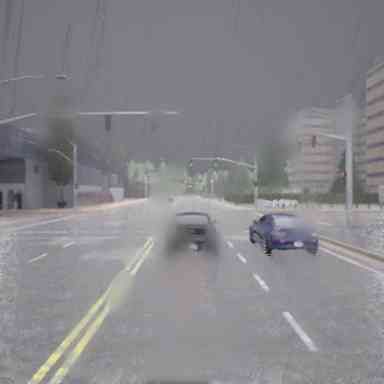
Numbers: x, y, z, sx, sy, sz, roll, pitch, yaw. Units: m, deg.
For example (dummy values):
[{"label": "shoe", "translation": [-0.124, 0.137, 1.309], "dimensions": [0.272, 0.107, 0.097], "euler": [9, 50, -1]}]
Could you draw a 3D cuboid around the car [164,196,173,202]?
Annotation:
[{"label": "car", "translation": [-5.506, 1.714, 79.315], "dimensions": [1.895, 1.301, 4.718], "euler": [0, 0, -2]}]

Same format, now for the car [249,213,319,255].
[{"label": "car", "translation": [3.495, 1.550, 13.262], "dimensions": [1.812, 1.442, 4.674], "euler": [0, 0, 0]}]

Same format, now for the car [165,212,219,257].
[{"label": "car", "translation": [-0.012, 1.529, 13.026], "dimensions": [1.837, 1.490, 4.892], "euler": [0, 0, -1]}]

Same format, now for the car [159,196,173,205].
[{"label": "car", "translation": [-5.101, 1.639, 62.937], "dimensions": [1.812, 1.442, 4.674], "euler": [0, 0, -1]}]
